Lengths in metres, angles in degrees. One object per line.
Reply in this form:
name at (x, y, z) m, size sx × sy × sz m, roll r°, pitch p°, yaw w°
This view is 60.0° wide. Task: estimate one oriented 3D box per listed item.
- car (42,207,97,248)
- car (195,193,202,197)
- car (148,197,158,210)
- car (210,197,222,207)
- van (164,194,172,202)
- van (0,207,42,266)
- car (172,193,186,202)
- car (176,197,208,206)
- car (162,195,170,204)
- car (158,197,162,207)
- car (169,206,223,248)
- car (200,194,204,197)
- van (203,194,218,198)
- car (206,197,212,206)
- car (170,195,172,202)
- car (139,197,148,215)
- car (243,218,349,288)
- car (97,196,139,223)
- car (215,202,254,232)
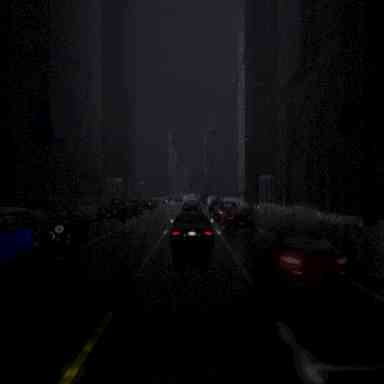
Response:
car at (-5.858, 1.450, 14.570) m, size 1.967 × 1.590 × 4.097 m, roll 0°, pitch 0°, yaw 0°
car at (2.393, 1.366, 70.442) m, size 2.150 × 2.045 × 5.566 m, roll 0°, pitch 0°, yaw 0°
car at (-5.859, 1.489, 42.768) m, size 1.967 × 1.590 × 4.097 m, roll 0°, pitch 0°, yaw 0°
car at (2.667, 1.463, 25.836) m, size 1.967 × 1.590 × 4.097 m, roll 0°, pitch 0°, yaw 0°
van at (-5.860, 1.513, 82.248) m, size 1.690 × 1.788 × 3.998 m, roll 0°, pitch 0°, yaw 0°
van at (-5.858, 1.345, 8.931) m, size 1.690 × 1.788 × 3.998 m, roll 0°, pitch 0°, yaw 0°
car at (-3.000, 1.586, 75.933) m, size 1.882 × 1.535 × 5.008 m, roll 0°, pitch 0°, yaw 0°
car at (0.000, 1.523, 29.651) m, size 2.128 × 1.511 × 4.902 m, roll 0°, pitch 0°, yaw 0°
car at (-5.867, 1.642, 65.123) m, size 1.752 × 1.417 × 4.829 m, roll 0°, pitch 0°, yaw 1°
car at (-5.859, 1.503, 48.407) m, size 1.967 × 1.590 × 4.097 m, roll 0°, pitch 0°, yaw 0°
car at (0.000, 1.575, 14.651) m, size 2.033 × 1.411 × 5.357 m, roll 0°, pitch 0°, yaw 0°
car at (2.667, 1.625, 59.877) m, size 1.752 × 1.417 × 4.829 m, roll 0°, pitch 0°, yaw 1°
van at (2.666, 1.390, 42.753) m, size 1.690 × 1.788 × 3.998 m, roll 0°, pitch 0°, yaw 0°
car at (2.667, 1.604, 37.114) m, size 1.947 × 1.339 × 4.313 m, roll 0°, pitch 0°, yaw 0°
car at (-5.860, 1.680, 76.436) m, size 1.752 × 1.417 × 4.829 m, roll 0°, pitch 0°, yaw 0°
car at (-5.858, 1.344, 31.489) m, size 2.192 × 1.841 × 5.009 m, roll 0°, pitch 0°, yaw 0°
car at (2.667, 1.586, 8.918) m, size 1.802 × 1.307 × 4.206 m, roll 0°, pitch 0°, yaw 0°
car at (-5.858, 1.338, 25.850) m, size 2.192 × 1.841 × 5.009 m, roll 0°, pitch 0°, yaw 0°
car at (2.667, 1.561, 20.197) m, size 1.887 × 1.381 × 4.507 m, roll 0°, pitch 0°, yaw 0°
